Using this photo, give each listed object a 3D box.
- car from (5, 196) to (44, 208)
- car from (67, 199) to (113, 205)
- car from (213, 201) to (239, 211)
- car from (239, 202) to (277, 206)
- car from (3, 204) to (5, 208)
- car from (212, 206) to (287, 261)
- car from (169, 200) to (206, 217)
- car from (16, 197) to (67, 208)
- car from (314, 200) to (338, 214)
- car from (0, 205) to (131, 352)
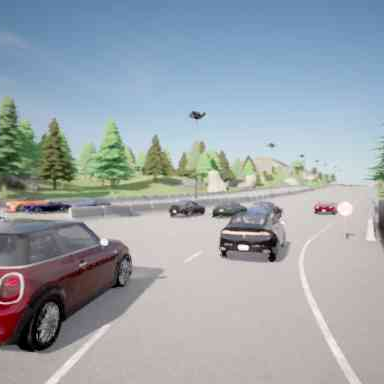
[{"bbox_3d":[-17.554,1.223,35.418,2.097,1.767,4.553,0,0,29],"label":"car"},{"bbox_3d":[-10.144,1.462,34.356,1.812,1.442,4.674,0,0,29],"label":"car"},{"bbox_3d":[3.415,1.508,29.718,1.994,1.385,4.181,0,0,29],"label":"car"},{"bbox_3d":[5.970,1.511,27.161,2.033,1.411,5.357,0,0,29],"label":"car"},{"bbox_3d":[-16.020,1.062,23.207,2.097,1.767,4.553,0,0,24],"label":"car"},{"bbox_3d":[2.360,1.473,12.308,2.128,1.511,4.902,0,0,20],"label":"car"},{"bbox_3d":[-0.372,1.462,30.094,1.812,1.442,4.674,0,0,28],"label":"car"},{"bbox_3d":[-14.633,1.489,33.472,1.895,1.301,4.718,0,0,29],"label":"car"},{"bbox_3d":[13.956,1.511,34.423,1.895,1.301,4.718,0,1,29],"label":"car"},{"bbox_3d":[-2.751,1.284,6.338,2.097,1.767,4.553,0,0,8],"label":"car"}]
